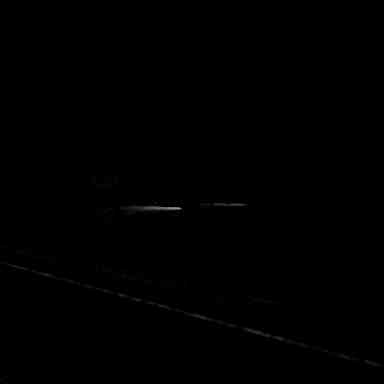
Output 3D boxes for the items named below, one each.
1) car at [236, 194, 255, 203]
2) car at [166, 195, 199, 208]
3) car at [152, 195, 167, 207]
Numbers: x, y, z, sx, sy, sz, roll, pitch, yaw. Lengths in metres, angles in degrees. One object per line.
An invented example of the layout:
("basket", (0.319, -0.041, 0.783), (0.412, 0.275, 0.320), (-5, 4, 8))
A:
("car", (9.056, 1.017, 56.485), (1.994, 1.385, 4.181), (1, 1, 35))
("car", (-0.860, 1.313, 43.302), (1.994, 1.385, 4.181), (1, 1, 38))
("car", (-3.368, 1.223, 45.774), (1.837, 1.490, 4.892), (1, 1, 38))
